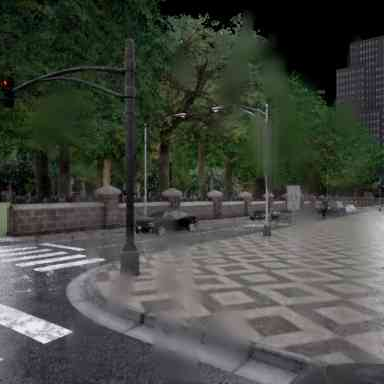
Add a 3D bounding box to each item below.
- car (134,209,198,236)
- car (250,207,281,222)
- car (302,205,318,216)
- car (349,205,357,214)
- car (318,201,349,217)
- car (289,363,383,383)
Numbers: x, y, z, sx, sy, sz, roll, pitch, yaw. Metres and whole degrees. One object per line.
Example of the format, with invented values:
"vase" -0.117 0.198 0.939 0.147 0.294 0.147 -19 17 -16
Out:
"car" -1.573 1.842 21.168 1.882 1.535 5.008 0 -1 35
"car" 7.528 2.254 33.981 1.994 1.385 4.181 0 -1 35
"car" 17.390 2.508 47.715 2.033 1.411 5.357 0 -1 35
"car" 25.281 2.771 53.478 1.812 1.442 4.674 0 -1 35
"car" 19.141 2.238 44.824 2.150 2.045 5.566 0 -1 35
"car" 2.373 1.551 1.264 4.403 1.369 2.008 0 0 36
